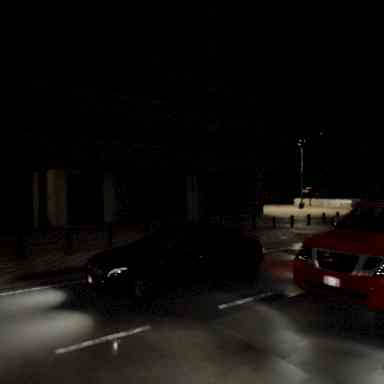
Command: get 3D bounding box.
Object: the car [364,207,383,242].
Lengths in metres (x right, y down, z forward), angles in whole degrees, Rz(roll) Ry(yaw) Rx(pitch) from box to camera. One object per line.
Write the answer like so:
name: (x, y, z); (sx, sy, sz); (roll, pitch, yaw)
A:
car: (10.625, 1.434, 15.934); (5.357, 1.411, 2.033); (-1, 0, -36)

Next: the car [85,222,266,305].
car: (-0.189, 1.504, 8.158); (4.674, 1.442, 1.812); (0, 0, -36)

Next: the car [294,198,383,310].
car: (4.672, 1.172, 7.357); (5.566, 2.045, 2.150); (0, 0, -35)
